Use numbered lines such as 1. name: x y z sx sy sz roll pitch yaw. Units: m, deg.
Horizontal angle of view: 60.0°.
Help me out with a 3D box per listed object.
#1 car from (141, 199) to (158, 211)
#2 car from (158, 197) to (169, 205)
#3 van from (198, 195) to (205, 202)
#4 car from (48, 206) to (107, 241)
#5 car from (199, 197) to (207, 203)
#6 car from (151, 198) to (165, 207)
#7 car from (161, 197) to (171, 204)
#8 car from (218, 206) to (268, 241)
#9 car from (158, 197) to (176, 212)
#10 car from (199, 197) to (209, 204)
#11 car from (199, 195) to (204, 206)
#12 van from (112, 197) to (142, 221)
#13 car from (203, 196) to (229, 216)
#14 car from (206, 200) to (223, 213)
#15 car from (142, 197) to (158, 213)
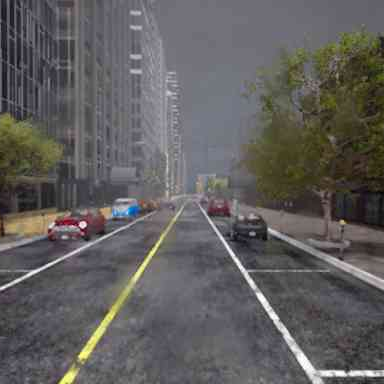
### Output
1. car: -5.725 1.742 45.189 1.752 1.417 4.829 -1 0 0
2. car: -5.738 1.847 67.328 1.752 1.417 4.829 -1 0 0
3. van: 2.627 1.766 89.629 1.690 1.788 3.998 -1 0 0
4. car: -5.723 1.523 16.957 1.967 1.590 4.097 -1 0 0
5. car: 2.637 1.955 78.559 1.802 1.307 4.206 -1 0 0
6. car: -5.732 1.815 56.428 1.887 1.381 4.507 -1 0 0
7. car: -5.741 1.873 72.862 1.752 1.417 4.829 -1 0 0
8. car: 2.683 1.633 16.945 2.008 1.369 4.403 -1 0 0
9. car: -3.021 1.666 40.687 1.994 1.385 4.181 0 0 0
10. car: 2.640 1.913 73.025 1.947 1.339 4.313 -1 0 0
11. car: 2.642 1.610 61.958 2.192 1.841 5.009 -1 0 0
12. van: -5.719 1.481 28.755 1.690 1.788 3.998 -1 0 0
13. car: 2.657 1.479 34.285 2.192 1.841 5.009 -1 0 0
14. car: 2.658 1.716 39.988 1.752 1.417 4.829 -1 0 0
15. car: -5.725 1.507 39.824 2.192 1.841 5.009 -1 0 0
